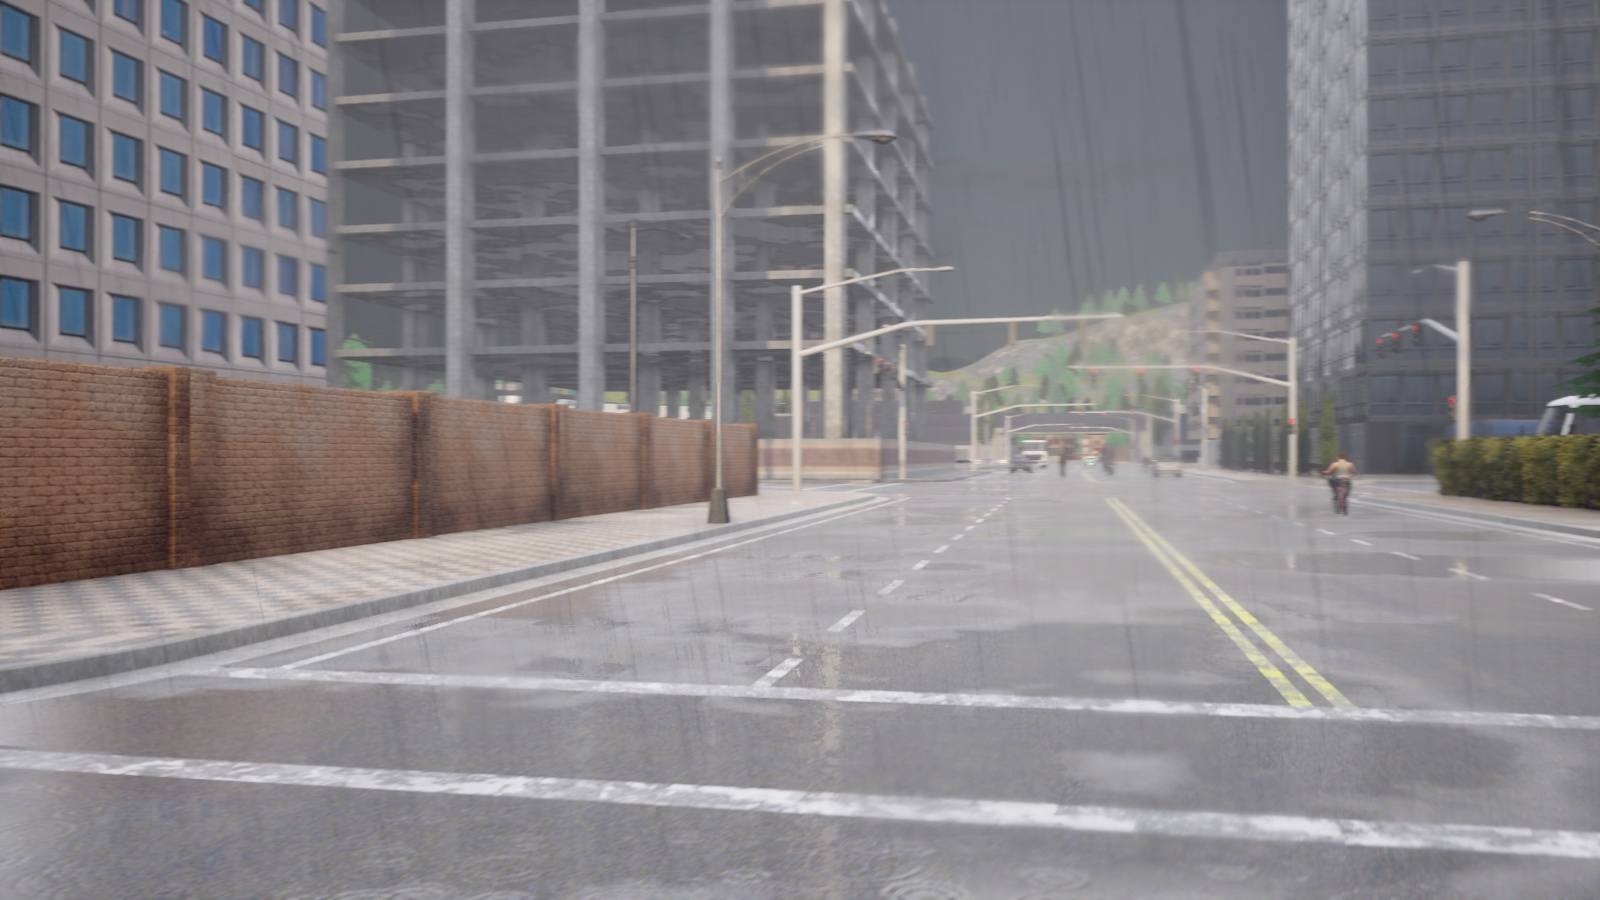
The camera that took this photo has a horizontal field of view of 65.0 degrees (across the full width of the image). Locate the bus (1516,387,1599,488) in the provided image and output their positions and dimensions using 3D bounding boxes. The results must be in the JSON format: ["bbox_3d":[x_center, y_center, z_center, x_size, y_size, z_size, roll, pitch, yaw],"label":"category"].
[{"bbox_3d":[37.277,-0.538,54.221,10.273,4.253,3.944,0,0,12],"label":"bus"}]

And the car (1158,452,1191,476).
[{"bbox_3d":[25.719,0.935,86.303,1.851,1.617,3.988,0,0,12],"label":"car"}]

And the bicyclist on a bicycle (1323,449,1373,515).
[{"bbox_3d":[13.783,0.785,31.613,0.866,1.612,1.509,0,0,13],"label":"bicyclist on a bicycle"}]
